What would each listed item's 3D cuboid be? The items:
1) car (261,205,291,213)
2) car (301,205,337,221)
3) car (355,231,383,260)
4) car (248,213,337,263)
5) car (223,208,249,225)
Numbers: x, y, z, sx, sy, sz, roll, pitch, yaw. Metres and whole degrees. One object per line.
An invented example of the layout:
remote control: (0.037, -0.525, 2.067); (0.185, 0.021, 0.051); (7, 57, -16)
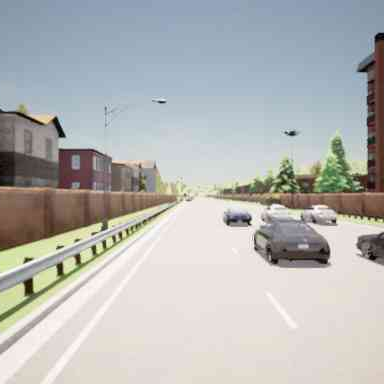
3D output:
car: (7.046, 1.837, 27.919); (1.812, 1.442, 4.674); (0, 0, 1)
car: (10.545, 1.836, 27.875); (1.812, 1.442, 4.674); (0, 0, 1)
car: (7.018, 1.661, 10.048); (2.033, 1.411, 5.357); (0, -1, 0)
car: (3.543, 1.705, 12.511); (1.994, 1.385, 4.181); (0, -1, 1)
car: (3.532, 1.898, 26.625); (1.895, 1.301, 4.718); (0, -1, 1)
